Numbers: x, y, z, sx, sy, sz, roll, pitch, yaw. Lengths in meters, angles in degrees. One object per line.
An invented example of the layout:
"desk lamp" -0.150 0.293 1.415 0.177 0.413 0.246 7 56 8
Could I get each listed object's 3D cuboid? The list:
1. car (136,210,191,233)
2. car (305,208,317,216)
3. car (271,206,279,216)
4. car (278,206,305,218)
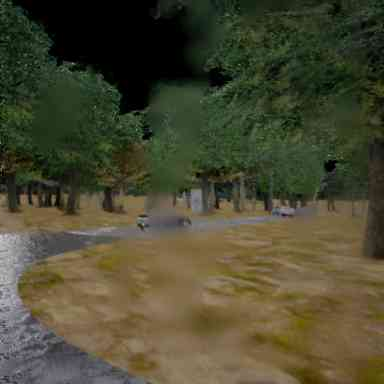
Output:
"car" -1.929 2.044 24.157 2.128 1.511 4.902 0 -2 33
"car" 20.469 3.467 58.540 2.033 1.411 5.357 0 -2 33
"car" 14.790 3.063 55.322 2.097 1.767 4.553 0 -2 33
"car" 15.061 3.107 50.181 1.994 1.385 4.181 0 -2 34
